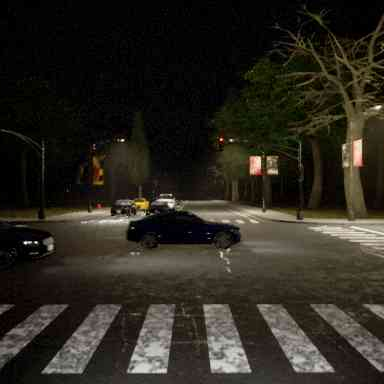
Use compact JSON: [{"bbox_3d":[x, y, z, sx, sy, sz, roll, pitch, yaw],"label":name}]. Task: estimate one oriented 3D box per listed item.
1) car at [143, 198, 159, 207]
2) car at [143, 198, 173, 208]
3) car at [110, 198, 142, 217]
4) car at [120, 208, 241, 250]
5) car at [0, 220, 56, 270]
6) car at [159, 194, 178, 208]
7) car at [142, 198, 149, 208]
[{"bbox_3d":[-6.539,1.706,53.605,1.994,1.385,4.181,0,0,0],"label":"car"},{"bbox_3d":[-3.304,1.603,32.969,1.994,1.385,4.181,0,0,1],"label":"car"},{"bbox_3d":[-6.563,1.529,32.328,2.128,1.511,4.902,0,0,0],"label":"car"},{"bbox_3d":[-0.352,1.529,13.722,4.674,1.442,1.812,0,0,0],"label":"car"},{"bbox_3d":[-6.891,1.482,10.433,4.902,1.511,2.128,0,0,0],"label":"car"},{"bbox_3d":[-3.303,1.293,42.465,2.150,2.045,5.566,0,0,0],"label":"car"},{"bbox_3d":[-6.553,1.546,41.827,1.882,1.535,5.008,0,0,0],"label":"car"}]
